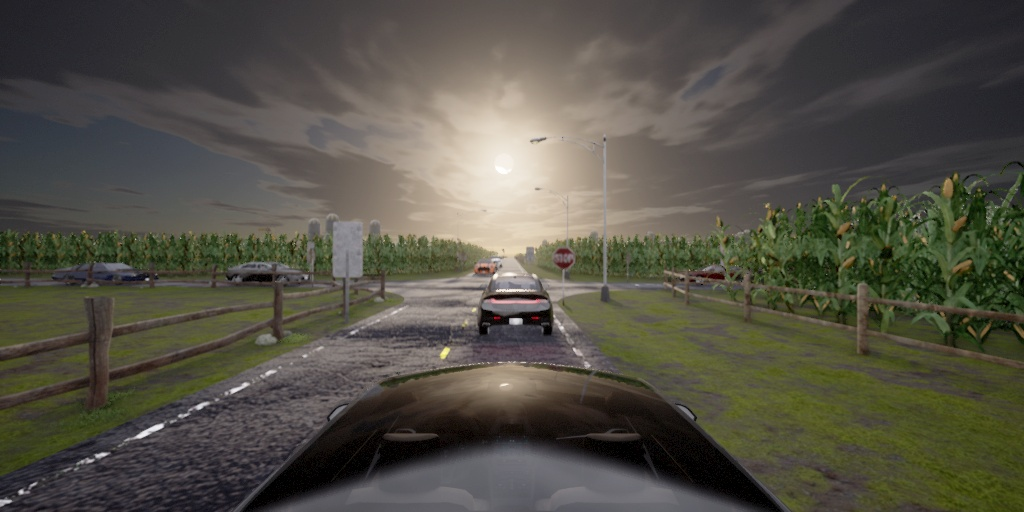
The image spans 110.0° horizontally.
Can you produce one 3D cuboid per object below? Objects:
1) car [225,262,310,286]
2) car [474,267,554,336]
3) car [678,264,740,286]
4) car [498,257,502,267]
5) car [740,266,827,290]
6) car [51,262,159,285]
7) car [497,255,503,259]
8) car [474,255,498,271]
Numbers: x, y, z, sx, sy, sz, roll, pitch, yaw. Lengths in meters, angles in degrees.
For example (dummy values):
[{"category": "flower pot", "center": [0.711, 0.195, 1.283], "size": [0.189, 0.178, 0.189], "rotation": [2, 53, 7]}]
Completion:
[{"category": "car", "center": [-15.730, 1.127, 23.229], "size": [4.902, 1.511, 2.128], "rotation": [0, -1, 2]}, {"category": "car", "center": [0.088, 1.237, 10.385], "size": [2.128, 1.511, 4.902], "rotation": [0, 0, 0]}, {"category": "car", "center": [14.723, 1.331, 25.959], "size": [5.008, 1.535, 1.882], "rotation": [0, -1, 1]}, {"category": "car", "center": [-2.886, 1.250, 50.676], "size": [2.033, 1.411, 5.357], "rotation": [0, 0, 0]}, {"category": "car", "center": [17.858, 1.352, 23.009], "size": [4.892, 1.490, 1.837], "rotation": [0, -1, 1]}, {"category": "car", "center": [-26.405, 1.125, 23.357], "size": [5.357, 1.411, 2.033], "rotation": [0, -1, 0]}, {"category": "car", "center": [-2.849, 0.906, 63.102], "size": [2.150, 2.045, 5.566], "rotation": [0, 0, 0]}, {"category": "car", "center": [-2.891, 1.068, 38.920], "size": [2.097, 1.767, 4.553], "rotation": [0, 0, 0]}]
